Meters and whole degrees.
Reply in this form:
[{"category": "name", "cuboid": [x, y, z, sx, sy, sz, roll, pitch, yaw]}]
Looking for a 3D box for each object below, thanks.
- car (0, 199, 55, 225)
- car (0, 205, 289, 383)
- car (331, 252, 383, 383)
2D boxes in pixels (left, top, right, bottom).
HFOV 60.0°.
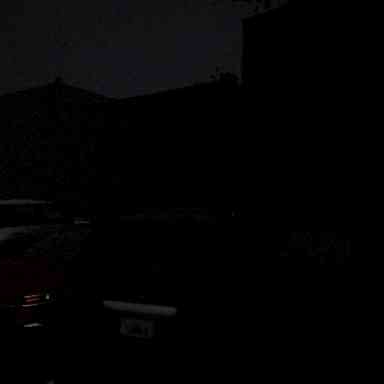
[{"category": "car", "cuboid": [-4.629, 1.181, 8.723, 2.435, 2.045, 5.566, 0, -1, 15]}, {"category": "car", "cuboid": [0.269, 1.215, 5.244, 2.435, 2.045, 5.566, 0, -1, 15]}, {"category": "car", "cuboid": [2.710, 1.512, 3.444, 2.163, 1.488, 4.792, 1, 0, 15]}]
